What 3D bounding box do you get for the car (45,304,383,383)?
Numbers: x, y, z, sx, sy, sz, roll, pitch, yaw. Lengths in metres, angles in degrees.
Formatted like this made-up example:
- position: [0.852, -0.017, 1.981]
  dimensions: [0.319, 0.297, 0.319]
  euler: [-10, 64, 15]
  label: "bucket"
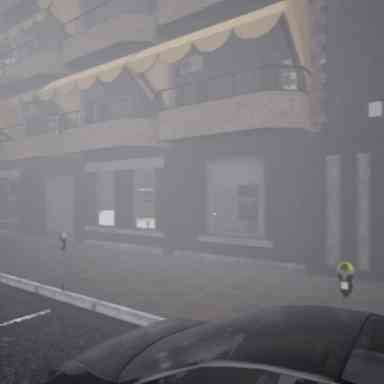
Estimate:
- position: [0.706, 1.572, 2.371]
  dimensions: [4.313, 1.339, 1.947]
  euler: [-1, 0, 36]
  label: "car"
